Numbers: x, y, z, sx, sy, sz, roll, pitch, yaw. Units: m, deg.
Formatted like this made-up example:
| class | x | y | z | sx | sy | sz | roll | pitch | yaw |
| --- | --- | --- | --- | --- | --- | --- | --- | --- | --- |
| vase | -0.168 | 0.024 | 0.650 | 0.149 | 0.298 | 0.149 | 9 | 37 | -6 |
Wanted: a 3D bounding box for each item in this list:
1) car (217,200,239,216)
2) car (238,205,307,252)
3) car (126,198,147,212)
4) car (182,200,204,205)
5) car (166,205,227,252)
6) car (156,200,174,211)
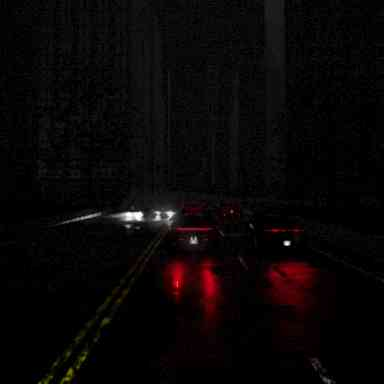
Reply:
| class | x | y | z | sx | sy | sz | roll | pitch | yaw |
| --- | --- | --- | --- | --- | --- | --- | --- | --- | --- |
| car | 3.338 | 1.495 | 30.175 | 1.882 | 1.535 | 5.008 | 0 | 0 | 0 |
| car | 3.326 | 1.518 | 14.005 | 1.837 | 1.490 | 4.892 | 0 | 0 | 0 |
| car | -6.554 | 1.510 | 39.411 | 2.128 | 1.511 | 4.902 | 0 | 0 | 0 |
| car | 0.089 | 1.495 | 30.132 | 1.882 | 1.535 | 5.008 | 0 | 0 | 0 |
| car | 0.075 | 1.504 | 13.934 | 2.128 | 1.511 | 4.902 | 0 | 0 | 0 |
| car | -3.294 | 1.619 | 40.812 | 1.895 | 1.301 | 4.718 | 0 | 0 | 0 |
